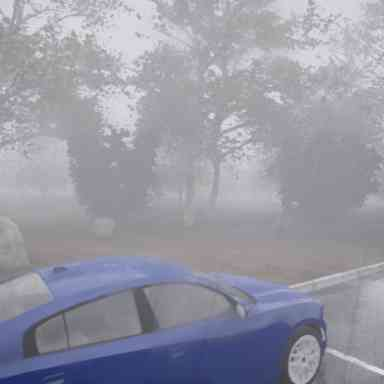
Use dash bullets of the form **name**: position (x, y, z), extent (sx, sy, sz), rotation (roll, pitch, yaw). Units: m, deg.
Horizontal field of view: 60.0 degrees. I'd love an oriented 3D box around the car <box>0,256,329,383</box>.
- **car**: position (-0.577, 1.481, 3.645), extent (5.008, 1.535, 2.097), rotation (0, 0, -33)
